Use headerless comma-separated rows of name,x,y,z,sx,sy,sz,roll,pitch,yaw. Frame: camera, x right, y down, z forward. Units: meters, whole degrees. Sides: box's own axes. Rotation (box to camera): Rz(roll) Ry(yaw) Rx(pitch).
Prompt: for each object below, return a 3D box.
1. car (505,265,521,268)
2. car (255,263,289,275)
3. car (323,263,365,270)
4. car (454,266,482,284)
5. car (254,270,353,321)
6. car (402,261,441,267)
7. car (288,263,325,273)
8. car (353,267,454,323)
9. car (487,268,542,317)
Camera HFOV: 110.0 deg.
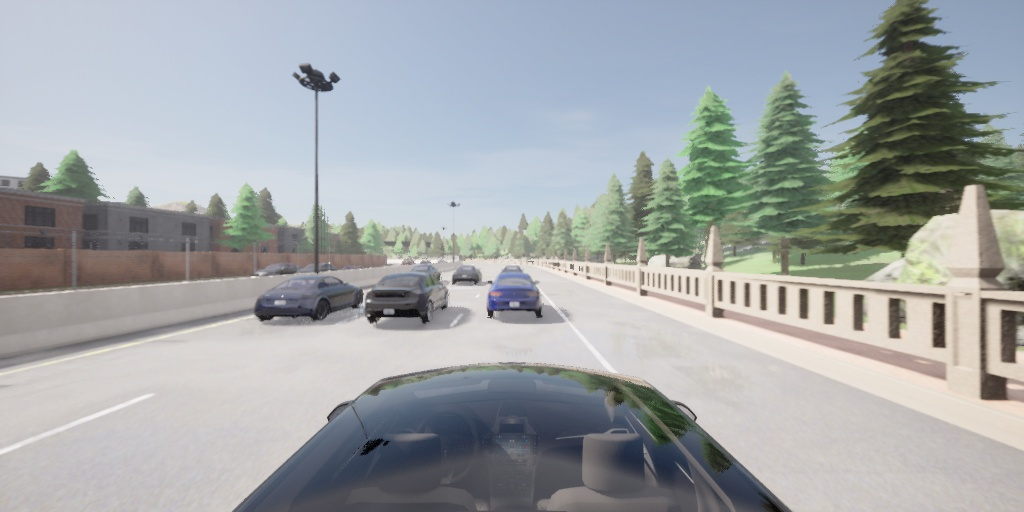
car,0.051,1.426,28.391,1.994,1.385,4.181,0,0,0
car,-21.143,1.399,32.781,2.128,1.511,4.902,0,0,0
car,-14.145,1.493,31.364,1.895,1.301,4.718,0,0,0
car,-3.448,1.429,28.094,1.994,1.385,4.181,0,0,0
car,-6.922,1.369,12.717,1.994,1.385,4.181,0,0,0
car,-6.958,1.397,28.619,1.812,1.442,4.674,0,0,0
car,-17.643,1.406,32.515,1.837,1.490,4.892,0,0,0
car,-3.422,1.305,12.392,1.837,1.490,4.892,0,0,0
car,0.067,1.324,13.247,1.812,1.442,4.674,0,0,0
